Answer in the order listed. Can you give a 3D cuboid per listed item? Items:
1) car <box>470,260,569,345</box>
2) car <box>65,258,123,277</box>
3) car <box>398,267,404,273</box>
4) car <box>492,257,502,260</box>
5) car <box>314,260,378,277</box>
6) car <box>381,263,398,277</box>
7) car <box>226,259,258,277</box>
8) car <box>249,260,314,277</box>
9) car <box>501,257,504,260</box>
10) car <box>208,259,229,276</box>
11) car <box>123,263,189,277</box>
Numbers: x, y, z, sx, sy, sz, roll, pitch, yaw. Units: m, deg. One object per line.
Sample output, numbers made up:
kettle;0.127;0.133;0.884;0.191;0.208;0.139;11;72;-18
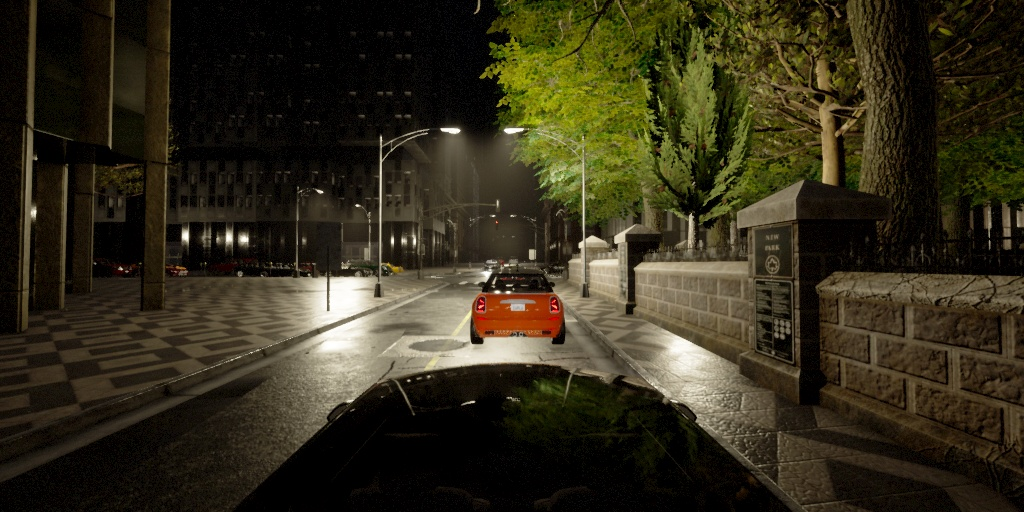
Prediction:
car;0.130;1.107;9.707;2.097;1.767;4.553;0;0;0
car;-36.557;1.062;31.705;5.009;1.841;2.192;0;0;1
car;-14.599;1.426;40.008;4.829;1.417;1.751;0;0;1
car;-2.873;1.326;50.770;2.128;1.511;4.902;0;0;0
car;-14.506;1.267;31.484;4.403;1.370;2.007;0;0;1
car;-13.737;1.126;34.156;4.553;1.767;2.097;0;-1;0
car;-23.882;1.292;34.256;4.892;1.490;1.837;0;-1;0
car;-20.019;1.290;31.539;4.313;1.339;1.948;0;0;1
car;-2.809;1.370;61.145;1.837;1.490;4.892;0;0;1
car;-30.966;1.237;40.173;5.009;1.841;2.192;0;0;1
car;-31.044;1.321;31.650;4.207;1.307;1.802;0;0;1
